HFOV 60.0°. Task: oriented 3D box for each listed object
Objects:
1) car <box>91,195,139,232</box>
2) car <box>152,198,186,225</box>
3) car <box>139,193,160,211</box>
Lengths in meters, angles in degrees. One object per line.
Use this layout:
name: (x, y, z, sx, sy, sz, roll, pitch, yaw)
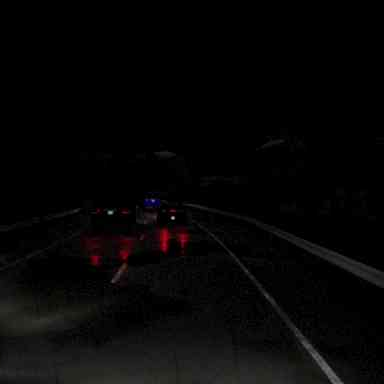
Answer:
car: (-4.559, 1.159, 19.931, 2.150, 2.045, 5.566, 0, 0, -7)
car: (-1.513, 1.414, 23.225, 2.128, 1.511, 4.902, 0, 0, -8)
car: (-5.072, 1.095, 39.720, 2.150, 2.045, 5.566, 0, 0, -16)
